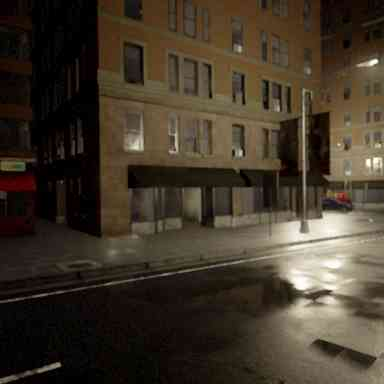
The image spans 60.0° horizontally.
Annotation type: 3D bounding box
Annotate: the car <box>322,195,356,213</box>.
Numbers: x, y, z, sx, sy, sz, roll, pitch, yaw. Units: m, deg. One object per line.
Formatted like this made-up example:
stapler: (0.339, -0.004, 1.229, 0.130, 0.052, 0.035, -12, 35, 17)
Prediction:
car: (14.854, 1.388, 35.296, 1.812, 1.442, 4.674, -1, 1, -43)

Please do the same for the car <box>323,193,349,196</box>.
car: (17.114, 1.073, 41.254, 2.192, 1.841, 5.009, 0, 1, -44)
